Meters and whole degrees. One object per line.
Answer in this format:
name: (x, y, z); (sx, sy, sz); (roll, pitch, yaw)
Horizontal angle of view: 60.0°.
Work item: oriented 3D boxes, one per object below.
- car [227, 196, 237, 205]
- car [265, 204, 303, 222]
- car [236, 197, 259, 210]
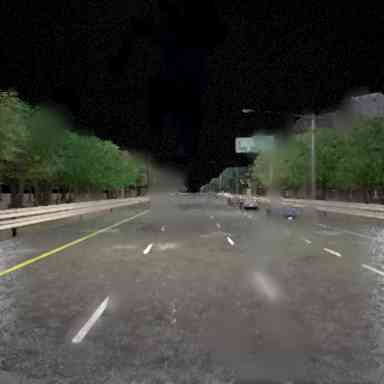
car: (7.176, 1.467, 57.656); (2.128, 1.511, 4.902); (0, 0, 0)
car: (7.040, 1.602, 26.026); (1.895, 1.301, 4.718); (0, 0, 0)
car: (7.101, 1.557, 41.658); (1.994, 1.385, 4.181); (0, 0, 0)
